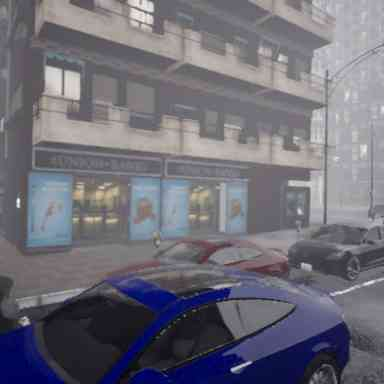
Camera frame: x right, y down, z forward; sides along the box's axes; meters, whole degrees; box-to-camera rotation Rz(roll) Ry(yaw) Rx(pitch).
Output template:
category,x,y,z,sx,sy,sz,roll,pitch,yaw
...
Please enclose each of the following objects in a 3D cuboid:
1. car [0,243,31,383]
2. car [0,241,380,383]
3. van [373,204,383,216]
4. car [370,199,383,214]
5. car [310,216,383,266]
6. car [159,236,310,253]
category,x,y,z,sx,sy,sz,roll,pitch,yaw
car,-4.270,1.549,3.455,4.403,1.369,2.008,0,1,-35
car,-0.339,1.527,3.131,4.674,1.442,1.812,0,0,-35
van,9.166,1.356,13.244,3.998,1.788,1.690,0,1,-35
car,21.398,1.535,35.091,1.967,1.590,4.097,2,-1,-35
car,4.750,1.575,9.891,4.313,1.339,1.947,0,1,-35
car,0.241,1.586,6.674,4.206,1.307,1.802,0,1,-35
